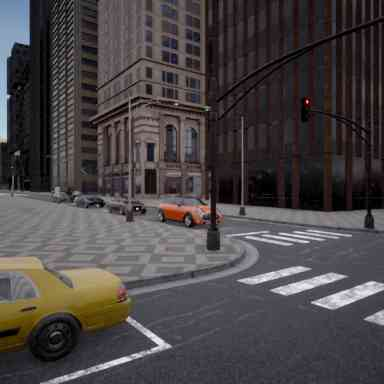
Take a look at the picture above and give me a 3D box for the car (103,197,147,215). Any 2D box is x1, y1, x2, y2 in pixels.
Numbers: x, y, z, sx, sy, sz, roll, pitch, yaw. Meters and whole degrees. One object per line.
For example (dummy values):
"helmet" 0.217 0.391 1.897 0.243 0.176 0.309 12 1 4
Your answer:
"car" -5.399 1.087 27.372 1.994 1.385 4.181 0 1 -36

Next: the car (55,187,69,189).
"car" -21.929 0.133 55.767 2.150 2.045 5.566 0 1 -36

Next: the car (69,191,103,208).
"car" -10.826 0.893 34.952 2.033 1.411 5.357 0 1 -35

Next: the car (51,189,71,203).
"car" -16.748 0.660 43.272 1.837 1.490 4.892 0 1 -35

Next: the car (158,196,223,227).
"car" -0.200 1.050 20.116 2.097 1.767 4.553 0 1 -36

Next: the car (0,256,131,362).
"car" -3.233 1.525 4.343 4.829 1.417 1.752 0 0 -36
